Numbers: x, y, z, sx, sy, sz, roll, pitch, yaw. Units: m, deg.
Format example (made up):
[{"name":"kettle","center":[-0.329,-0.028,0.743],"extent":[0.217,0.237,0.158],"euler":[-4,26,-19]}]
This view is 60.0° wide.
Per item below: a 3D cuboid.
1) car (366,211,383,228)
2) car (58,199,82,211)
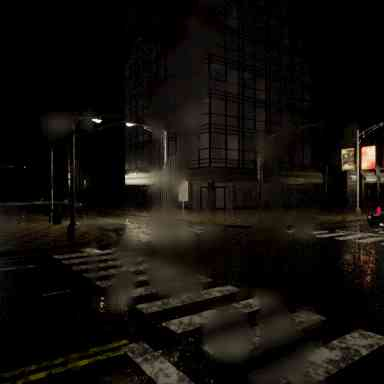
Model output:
[{"name":"car","center":[12.960,1.606,20.811],"extent":[4.718,1.301,1.895],"euler":[0,0,-35]},{"name":"car","center":[-15.638,1.625,42.691],"extent":[2.033,1.411,5.357],"euler":[0,0,-34]}]
